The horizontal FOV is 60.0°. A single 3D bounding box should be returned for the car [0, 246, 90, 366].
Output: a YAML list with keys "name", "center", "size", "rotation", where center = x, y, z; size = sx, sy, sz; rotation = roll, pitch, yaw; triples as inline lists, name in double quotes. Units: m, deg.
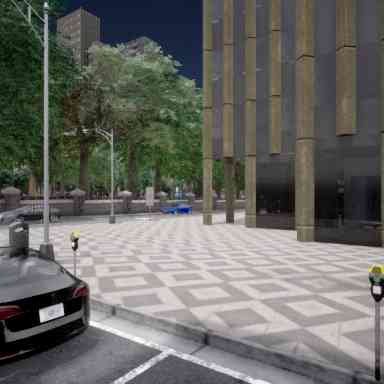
- name: "car"
  center: [-3.471, 1.566, 5.423]
  size: [4.313, 1.339, 1.947]
  rotation: [0, 0, 35]

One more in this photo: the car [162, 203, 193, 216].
- name: "car"
  center: [-1.810, 2.213, 43.054]
  size: [1.882, 1.535, 5.008]
  rotation: [0, -1, 35]

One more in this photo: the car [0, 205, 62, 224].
- name: "car"
  center: [-13.043, 1.821, 27.045]
  size: [2.128, 1.511, 4.902]
  rotation: [0, -1, 35]
